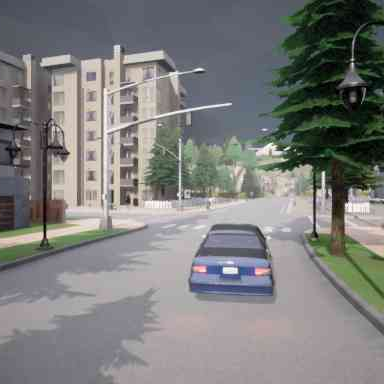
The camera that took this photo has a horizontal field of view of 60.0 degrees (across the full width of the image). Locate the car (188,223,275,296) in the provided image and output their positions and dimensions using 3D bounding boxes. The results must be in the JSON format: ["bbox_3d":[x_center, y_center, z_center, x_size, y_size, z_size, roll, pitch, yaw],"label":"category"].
[{"bbox_3d":[1.137,1.547,8.833,2.033,1.411,5.357,0,0,9],"label":"car"}]
